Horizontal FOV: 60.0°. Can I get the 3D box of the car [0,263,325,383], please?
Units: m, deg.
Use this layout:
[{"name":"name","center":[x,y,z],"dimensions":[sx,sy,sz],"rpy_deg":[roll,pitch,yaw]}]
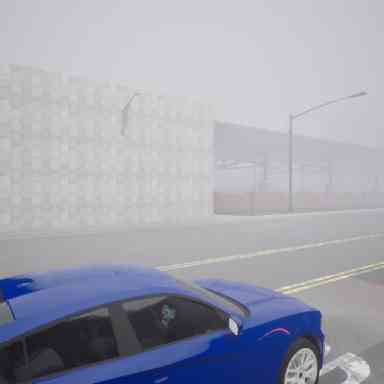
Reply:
[{"name":"car","center":[-0.712,1.478,3.242],"dimensions":[5.008,1.535,1.882],"rpy_deg":[0,0,-36]}]
